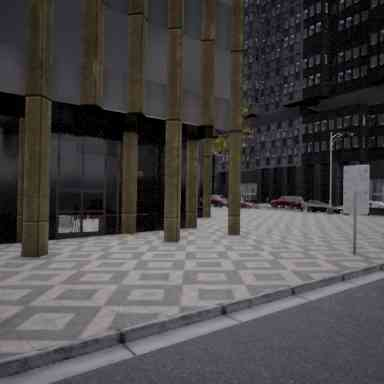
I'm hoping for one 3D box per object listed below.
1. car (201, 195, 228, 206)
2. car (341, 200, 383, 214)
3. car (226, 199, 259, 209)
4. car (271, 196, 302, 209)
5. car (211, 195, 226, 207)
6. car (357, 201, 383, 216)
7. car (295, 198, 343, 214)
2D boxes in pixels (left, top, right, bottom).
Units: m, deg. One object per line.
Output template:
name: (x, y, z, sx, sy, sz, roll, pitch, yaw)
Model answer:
car: (4.103, 1.511, 61.221, 2.192, 1.841, 5.009, 1, -1, -35)
car: (20.060, 1.707, 38.746, 2.008, 1.369, 4.403, 1, -1, -35)
car: (6.731, 1.570, 42.793, 1.802, 1.307, 4.206, 1, -1, -35)
car: (13.679, 1.486, 47.737, 2.192, 1.841, 5.009, 1, -1, -35)
car: (3.543, 1.311, 47.291, 2.192, 1.841, 5.009, 1, -1, -35)
car: (16.308, 1.517, 29.309, 2.008, 1.369, 4.403, 1, -1, -35)
car: (13.115, 1.539, 33.803, 1.947, 1.339, 4.313, 1, -1, -35)
